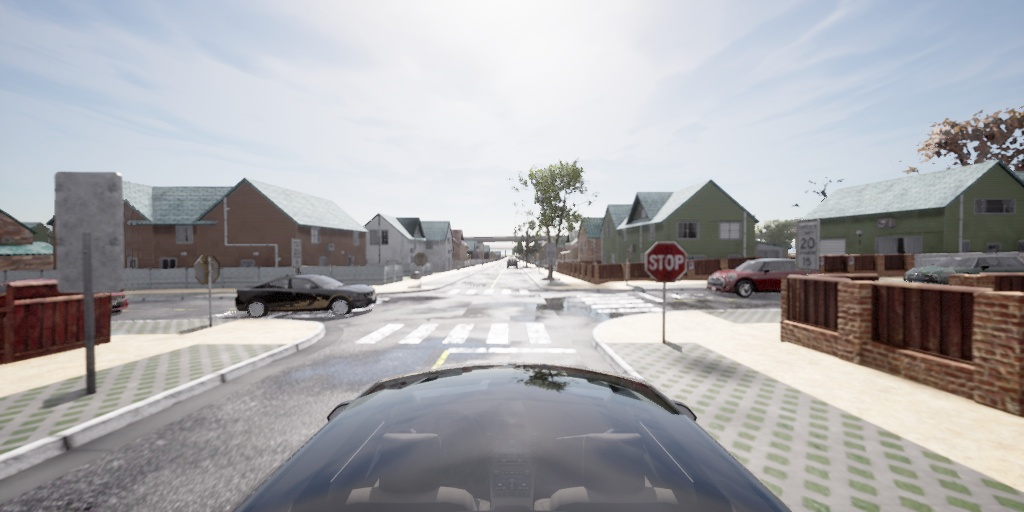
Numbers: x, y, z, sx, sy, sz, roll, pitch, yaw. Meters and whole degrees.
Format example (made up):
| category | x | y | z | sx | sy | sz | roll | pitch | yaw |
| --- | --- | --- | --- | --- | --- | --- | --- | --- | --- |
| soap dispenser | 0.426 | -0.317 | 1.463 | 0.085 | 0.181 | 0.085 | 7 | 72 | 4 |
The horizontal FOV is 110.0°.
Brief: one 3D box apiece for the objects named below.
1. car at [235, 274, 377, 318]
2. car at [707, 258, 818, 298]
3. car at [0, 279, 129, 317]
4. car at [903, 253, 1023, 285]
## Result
| category | x | y | z | sx | sy | sz | roll | pitch | yaw |
| --- | --- | --- | --- | --- | --- | --- | --- | --- | --- |
| car | -7.905 | 1.459 | 13.988 | 5.008 | 1.535 | 1.882 | -2 | 1 | 0 |
| car | 11.821 | 0.936 | 17.055 | 4.553 | 1.767 | 2.097 | -1 | 1 | 0 |
| car | -18.010 | 1.641 | 13.929 | 5.008 | 1.535 | 1.882 | -1 | 1 | 0 |
| car | 21.716 | 0.762 | 17.120 | 4.553 | 1.767 | 2.097 | -1 | 1 | 0 |
